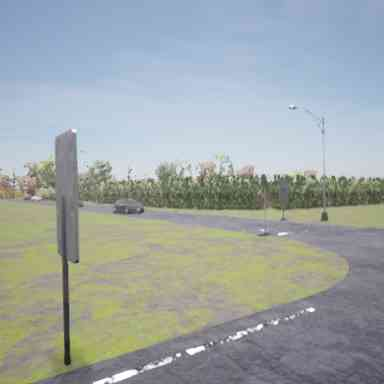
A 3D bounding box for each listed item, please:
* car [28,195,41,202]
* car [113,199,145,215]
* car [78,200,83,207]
[{"bbox_3d":[-39.824,1.685,84.800,1.812,1.442,4.674,-2,1,-36],"label":"car"},{"bbox_3d":[-6.611,1.501,34.508,1.837,1.490,4.892,-2,1,-36],"label":"car"},{"bbox_3d":[-18.043,1.652,50.428,1.994,1.385,4.181,-2,1,-36],"label":"car"}]
